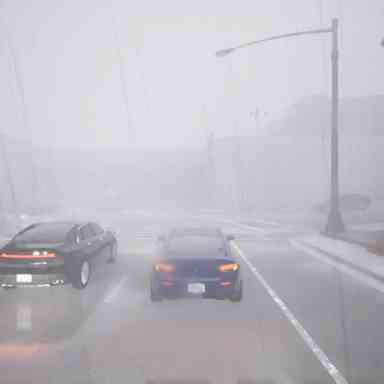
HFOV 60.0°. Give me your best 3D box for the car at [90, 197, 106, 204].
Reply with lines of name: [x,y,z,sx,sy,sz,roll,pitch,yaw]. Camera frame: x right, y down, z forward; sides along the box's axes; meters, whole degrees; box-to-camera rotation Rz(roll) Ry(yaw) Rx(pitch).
car: [-18.555,1.599,65.805,1.895,1.301,4.718,0,0,-1]

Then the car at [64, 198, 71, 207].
car: [-18.297,1.546,49.903,2.033,1.411,5.357,0,0,-1]

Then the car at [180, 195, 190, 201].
car: [-2.043,1.523,84.991,1.812,1.442,4.674,0,0,24]

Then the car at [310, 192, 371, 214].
car: [12.560,0.890,28.306,4.892,1.490,1.837,-7,0,0]

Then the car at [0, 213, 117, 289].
car: [-3.393,1.505,9.169,1.837,1.490,4.892,0,0,0]

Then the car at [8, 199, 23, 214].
car: [-17.805,1.505,35.465,1.837,1.490,4.892,0,0,-4]

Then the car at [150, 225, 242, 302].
car: [0.096,1.526,8.154,1.812,1.442,4.674,0,0,0]

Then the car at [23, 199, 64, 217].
car: [-13.845,1.506,31.345,1.837,1.490,4.892,0,0,-8]

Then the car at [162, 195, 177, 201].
car: [-5.726,1.551,85.211,1.994,1.385,4.181,0,0,24]

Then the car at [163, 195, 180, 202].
car: [-4.566,1.354,75.360,2.097,1.767,4.553,0,0,6]

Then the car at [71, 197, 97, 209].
car: [-14.729,1.546,46.757,2.033,1.411,5.357,0,0,-1]
